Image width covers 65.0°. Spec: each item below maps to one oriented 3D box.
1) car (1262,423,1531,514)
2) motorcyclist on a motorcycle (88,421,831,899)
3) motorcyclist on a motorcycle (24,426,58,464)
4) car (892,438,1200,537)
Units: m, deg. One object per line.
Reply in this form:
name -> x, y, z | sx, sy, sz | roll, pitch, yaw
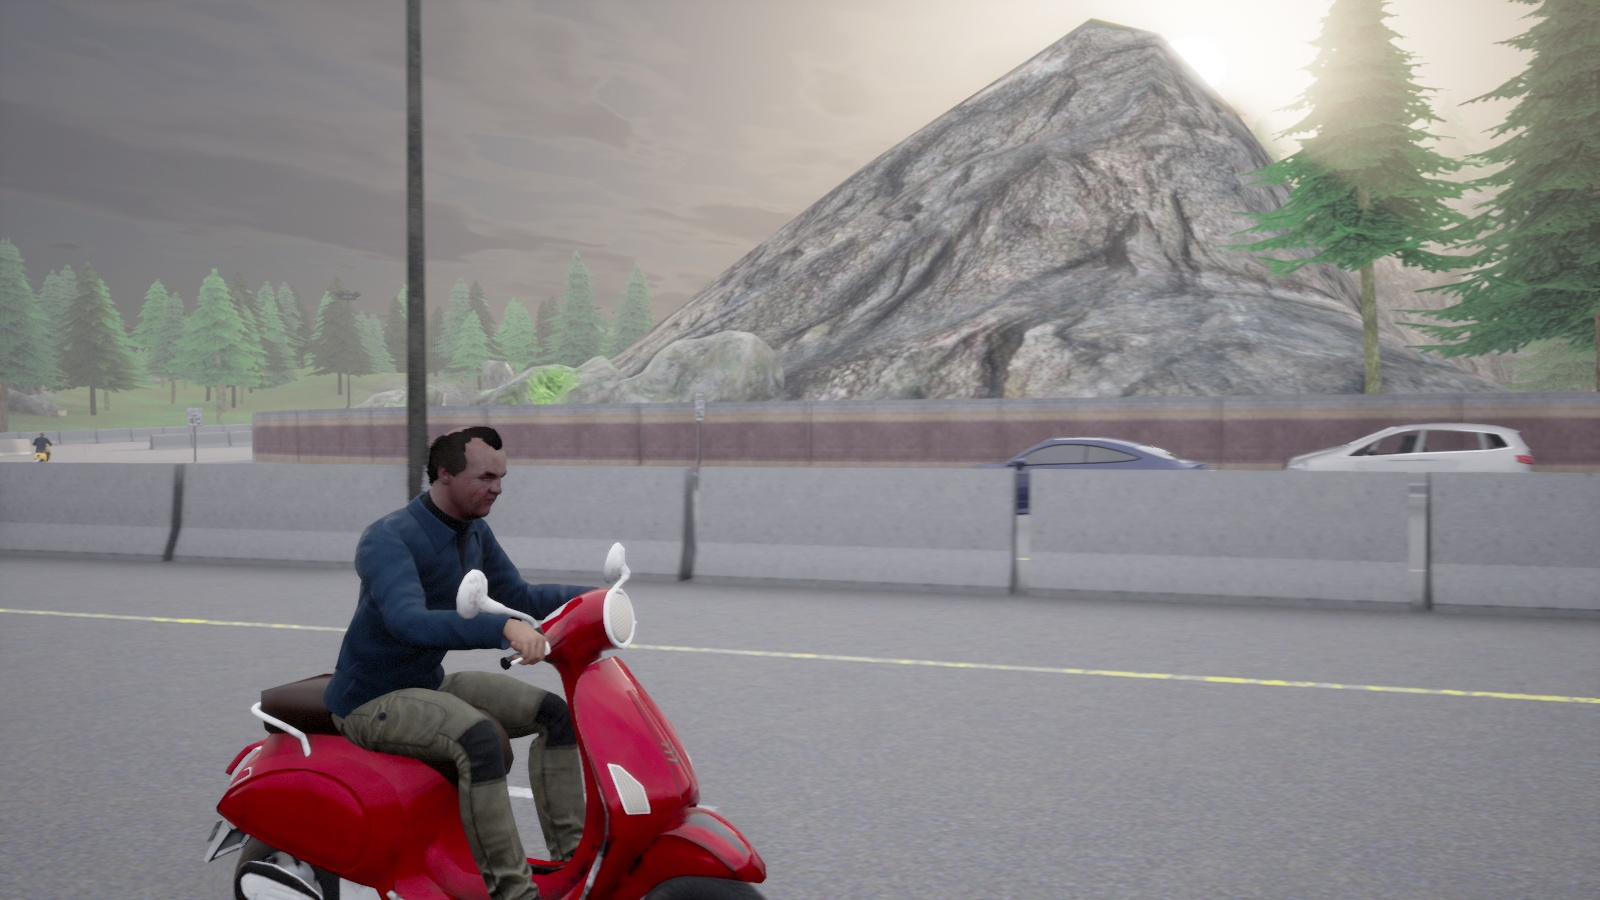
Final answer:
car -> 11.722, 0.315, 25.095 | 4.611, 1.667, 2.242 | 1, 1, 19
motorcyclist on a motorcycle -> -0.912, 0.720, 3.500 | 1.817, 1.590, 0.866 | 1, 1, 19
motorcyclist on a motorcycle -> -32.161, -0.210, 53.247 | 0.866, 1.590, 1.817 | 1, 1, -20
car -> 3.993, 0.542, 20.314 | 4.674, 1.442, 1.812 | 0, 1, 19
